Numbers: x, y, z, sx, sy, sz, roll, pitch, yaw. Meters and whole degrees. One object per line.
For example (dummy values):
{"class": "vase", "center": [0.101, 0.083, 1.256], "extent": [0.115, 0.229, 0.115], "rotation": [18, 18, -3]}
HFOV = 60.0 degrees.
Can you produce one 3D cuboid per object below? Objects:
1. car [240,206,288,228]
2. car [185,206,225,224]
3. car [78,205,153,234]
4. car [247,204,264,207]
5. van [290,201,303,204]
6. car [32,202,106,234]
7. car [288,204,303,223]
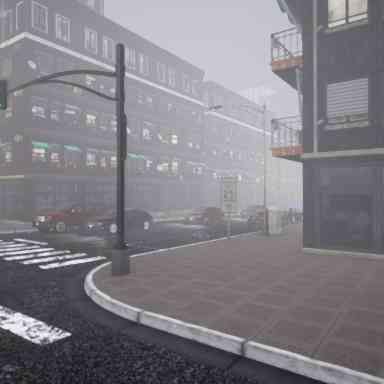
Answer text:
{"class": "car", "center": [5.758, 2.047, 26.174], "extent": [1.802, 1.307, 4.206], "rotation": [-2, -2, 35]}
{"class": "car", "center": [1.294, 2.018, 29.803], "extent": [1.812, 1.442, 4.674], "rotation": [0, -1, 35]}
{"class": "car", "center": [-4.560, 1.813, 21.500], "extent": [1.837, 1.490, 4.892], "rotation": [0, -1, 35]}
{"class": "car", "center": [7.270, 2.187, 38.280], "extent": [1.837, 1.490, 4.892], "rotation": [0, -1, 36]}
{"class": "van", "center": [18.527, 2.462, 58.822], "extent": [1.690, 1.788, 3.998], "rotation": [-1, -2, 35]}
{"class": "car", "center": [-7.647, 1.602, 21.641], "extent": [2.192, 1.841, 5.009], "rotation": [-1, -2, 35]}
{"class": "car", "center": [9.030, 2.120, 30.824], "extent": [2.008, 1.369, 4.403], "rotation": [-2, -2, 35]}
